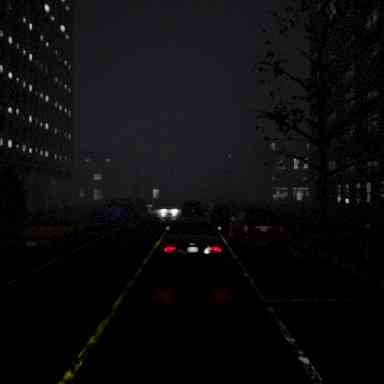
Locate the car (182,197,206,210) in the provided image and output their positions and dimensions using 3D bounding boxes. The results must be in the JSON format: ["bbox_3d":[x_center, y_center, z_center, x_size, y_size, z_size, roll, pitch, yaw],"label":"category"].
[{"bbox_3d":[0.074,1.475,31.286,1.882,1.535,5.008,0,0,0],"label":"car"}]

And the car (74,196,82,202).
[{"bbox_3d":[-25.462,1.433,69.294,4.829,1.417,1.752,0,-1,1],"label":"car"}]

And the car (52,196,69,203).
[{"bbox_3d":[-25.422,1.416,60.912,4.403,1.369,2.008,0,-1,1],"label":"car"}]

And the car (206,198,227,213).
[{"bbox_3d":[2.689,1.548,31.431,2.008,1.369,4.403,0,0,0],"label":"car"}]

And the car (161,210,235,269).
[{"bbox_3d":[0.046,1.547,11.173,2.033,1.411,5.357,0,0,1],"label":"car"}]

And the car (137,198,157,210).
[{"bbox_3d":[-5.694,1.546,42.831,2.008,1.369,4.403,0,0,0],"label":"car"}]

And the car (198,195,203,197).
[{"bbox_3d":[2.681,1.557,80.897,1.947,1.339,4.313,0,0,0],"label":"car"}]

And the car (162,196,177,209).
[{"bbox_3d":[-3.071,1.596,45.680,1.895,1.301,4.718,0,0,0],"label":"car"}]

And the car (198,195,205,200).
[{"bbox_3d":[2.679,1.572,91.939,1.802,1.307,4.206,0,0,0],"label":"car"}]

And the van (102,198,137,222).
[{"bbox_3d":[-5.690,1.339,25.754,1.690,1.788,3.998,0,0,0],"label":"van"}]

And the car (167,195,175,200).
[{"bbox_3d":[-5.702,1.541,91.952,2.008,1.369,4.403,0,0,0],"label":"car"}]

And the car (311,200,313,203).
[{"bbox_3d":[23.636,1.674,60.130,4.206,1.307,1.802,0,-1,1],"label":"car"}]

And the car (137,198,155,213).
[{"bbox_3d":[-5.692,1.436,37.138,1.967,1.590,4.097,0,0,0],"label":"car"}]

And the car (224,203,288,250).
[{"bbox_3d":[2.692,1.440,14.355,1.967,1.590,4.097,0,0,0],"label":"car"}]

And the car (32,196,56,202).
[{"bbox_3d":[-30.829,1.467,69.376,4.206,1.307,1.802,0,-1,1],"label":"car"}]

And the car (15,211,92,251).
[{"bbox_3d":[-5.689,1.525,14.199,1.752,1.417,4.829,0,0,0],"label":"car"}]
